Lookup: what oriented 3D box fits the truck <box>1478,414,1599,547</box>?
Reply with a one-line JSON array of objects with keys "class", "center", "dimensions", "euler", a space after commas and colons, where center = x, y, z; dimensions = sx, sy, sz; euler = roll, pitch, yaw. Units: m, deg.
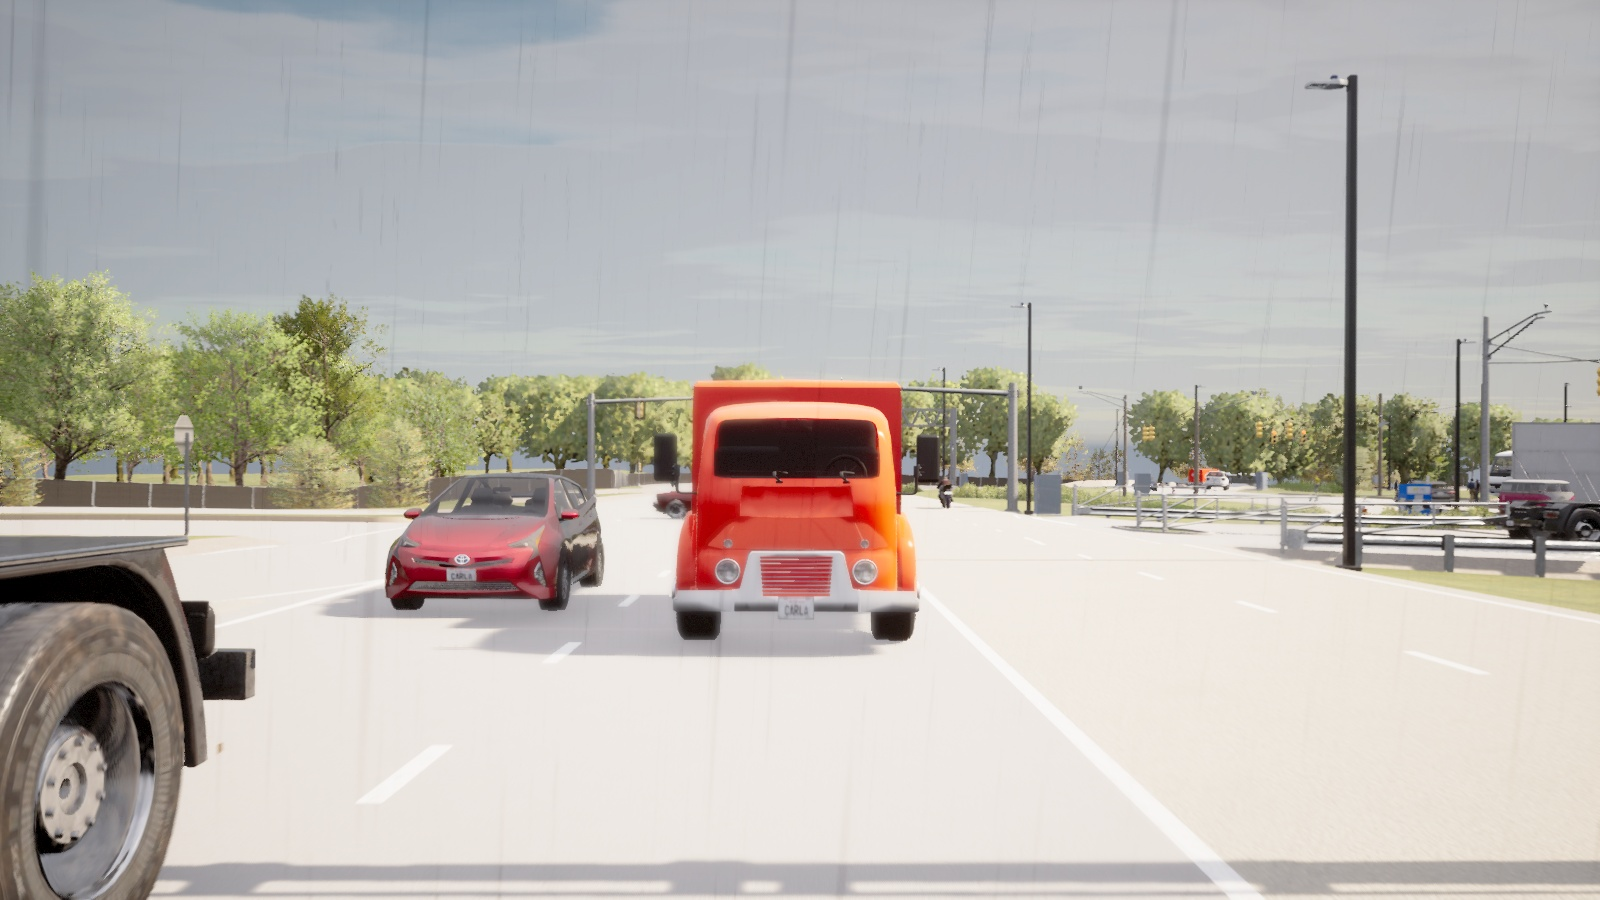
[{"class": "truck", "center": [23.419, 0.875, 34.572], "dimensions": [7.936, 3.462, 2.891], "euler": [1, -1, -1]}]

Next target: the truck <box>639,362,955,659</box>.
[{"class": "truck", "center": [-0.034, 0.547, 13.092], "dimensions": [2.627, 2.467, 5.204], "euler": [0, -1, 0]}]

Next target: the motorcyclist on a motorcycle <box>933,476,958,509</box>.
[{"class": "motorcyclist on a motorcycle", "center": [6.858, 1.978, 59.269], "dimensions": [0.866, 1.530, 2.191], "euler": [0, -1, 0]}]

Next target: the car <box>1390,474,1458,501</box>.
[{"class": "car", "center": [41.499, 2.491, 83.605], "dimensions": [2.242, 1.667, 4.611], "euler": [0, -1, 0]}]

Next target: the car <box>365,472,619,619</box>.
[{"class": "car", "center": [-3.538, 1.033, 15.364], "dimensions": [2.007, 1.525, 4.514], "euler": [0, -1, 0]}]

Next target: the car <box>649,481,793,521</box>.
[{"class": "car", "center": [-2.605, 1.687, 42.134], "dimensions": [4.718, 1.301, 1.895], "euler": [0, -1, -1]}]

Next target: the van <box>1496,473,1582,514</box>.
[{"class": "van", "center": [37.937, 2.218, 64.604], "dimensions": [1.775, 1.987, 4.442], "euler": [0, -1, 0]}]

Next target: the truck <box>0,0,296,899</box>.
[{"class": "truck", "center": [-3.507, -0.133, 1.182], "dimensions": [2.891, 3.462, 7.936], "euler": [0, -1, 0]}]
